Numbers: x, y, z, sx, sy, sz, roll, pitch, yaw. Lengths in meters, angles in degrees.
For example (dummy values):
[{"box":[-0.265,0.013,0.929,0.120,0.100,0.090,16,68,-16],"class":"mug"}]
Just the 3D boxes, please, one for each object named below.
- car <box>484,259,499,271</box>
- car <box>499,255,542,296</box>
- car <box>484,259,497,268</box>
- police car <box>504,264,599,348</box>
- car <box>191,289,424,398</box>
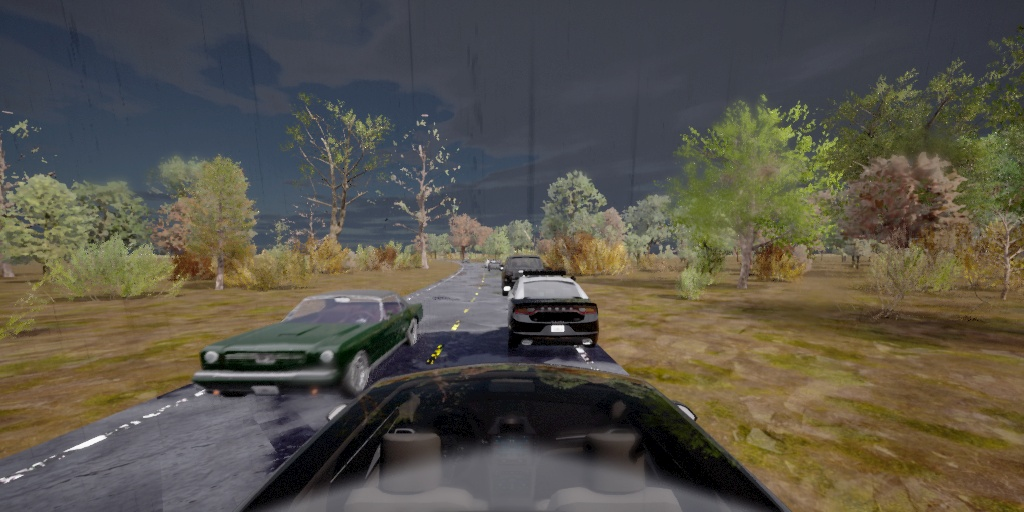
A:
[{"box":[-2.312,1.240,48.030,2.128,1.511,4.902,0,0,-5],"class":"car"},{"box":[0.531,0.972,19.343,2.150,2.045,5.566,0,0,-2],"class":"car"},{"box":[-3.593,1.278,59.828,1.812,1.442,4.674,0,0,-8],"class":"car"},{"box":[0.820,1.174,9.378,1.930,1.638,5.238,0,0,-1],"class":"police car"},{"box":[-3.084,1.350,6.648,1.895,1.301,4.718,0,0,-1],"class":"car"}]
